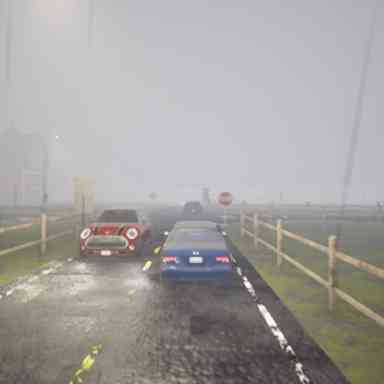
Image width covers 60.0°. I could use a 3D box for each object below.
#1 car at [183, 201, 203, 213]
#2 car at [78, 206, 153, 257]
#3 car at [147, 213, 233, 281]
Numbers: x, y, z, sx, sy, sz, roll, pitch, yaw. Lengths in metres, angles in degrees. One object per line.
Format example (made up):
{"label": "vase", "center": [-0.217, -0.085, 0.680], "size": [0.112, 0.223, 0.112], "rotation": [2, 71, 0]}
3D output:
{"label": "car", "center": [0.096, 1.588, 33.229], "size": [1.882, 1.535, 5.008], "rotation": [1, 0, 0]}
{"label": "car", "center": [-2.791, 1.396, 13.090], "size": [2.097, 1.767, 4.553], "rotation": [0, 0, 0]}
{"label": "car", "center": [0.097, 1.582, 9.984], "size": [2.033, 1.411, 5.357], "rotation": [0, 0, 0]}
